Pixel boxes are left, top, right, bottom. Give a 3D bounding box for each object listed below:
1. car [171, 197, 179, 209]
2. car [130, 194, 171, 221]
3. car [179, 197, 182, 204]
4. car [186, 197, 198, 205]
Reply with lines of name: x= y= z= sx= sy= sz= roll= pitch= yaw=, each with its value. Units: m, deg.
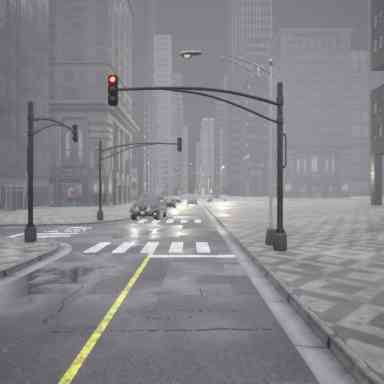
car: x=-3.078 y=1.604 z=44.804 sx=1.895 sy=1.301 sz=4.718 roll=0 pitch=0 yaw=-1
car: x=-3.471 y=1.222 z=27.720 sx=2.150 sy=2.045 sz=5.566 roll=0 pitch=0 yaw=5
car: x=-2.972 y=1.636 z=62.811 sx=1.895 sy=1.301 sz=4.718 roll=0 pitch=0 yaw=0
car: x=0.026 y=1.559 z=57.639 sx=2.033 sy=1.411 sz=5.357 roll=0 pitch=0 yaw=0
